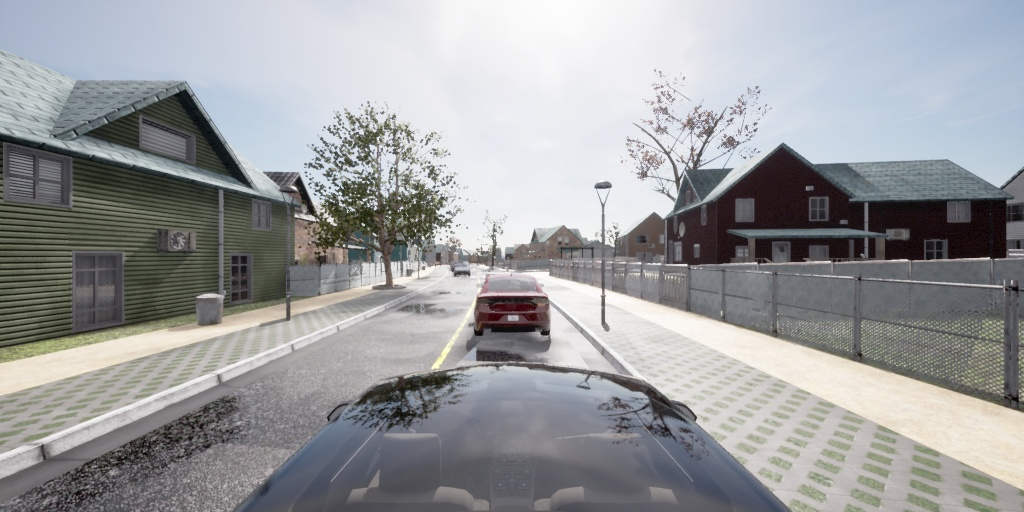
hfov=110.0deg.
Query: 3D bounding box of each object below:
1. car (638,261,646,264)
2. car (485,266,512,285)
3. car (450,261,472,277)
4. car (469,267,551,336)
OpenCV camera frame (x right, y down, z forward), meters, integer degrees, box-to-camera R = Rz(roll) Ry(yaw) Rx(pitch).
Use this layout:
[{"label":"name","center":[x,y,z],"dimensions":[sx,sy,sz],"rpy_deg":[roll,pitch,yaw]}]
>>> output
[{"label":"car","center":[13.643,1.086,42.821],"dimensions":[4.674,1.442,1.812],"rpy_deg":[-1,0,9]},{"label":"car","center":[-1.159,1.486,28.513],"dimensions":[1.895,1.301,4.718],"rpy_deg":[0,-1,-6]},{"label":"car","center":[-5.428,1.533,39.363],"dimensions":[2.033,1.411,5.357],"rpy_deg":[0,-1,-8]},{"label":"car","center":[-0.040,1.243,10.483],"dimensions":[1.882,1.535,5.008],"rpy_deg":[0,0,-2]}]
